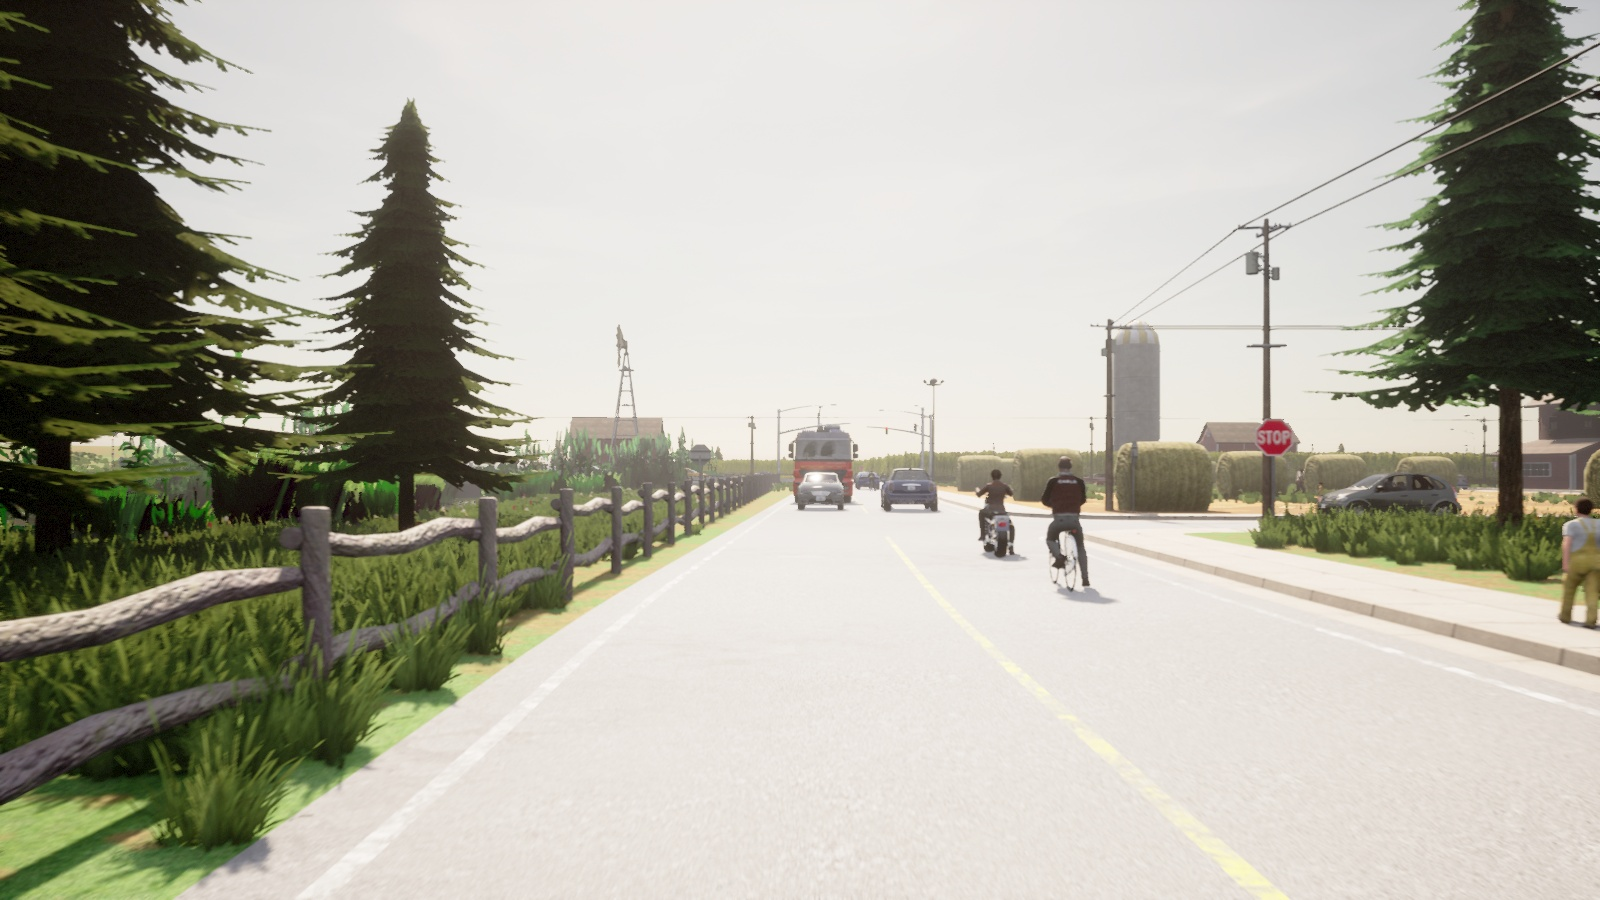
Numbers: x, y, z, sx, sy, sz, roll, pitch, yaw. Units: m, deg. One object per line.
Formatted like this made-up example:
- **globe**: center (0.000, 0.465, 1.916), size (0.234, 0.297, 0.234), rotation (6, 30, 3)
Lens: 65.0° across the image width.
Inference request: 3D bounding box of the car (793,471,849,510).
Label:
- **car**: center (0.874, 1.615, 51.071), size (2.128, 1.511, 4.902), rotation (0, -1, 1)

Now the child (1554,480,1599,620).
- **child**: center (7.207, 0.912, 11.621), size (0.270, 1.263, 0.437), rotation (0, -1, 15)

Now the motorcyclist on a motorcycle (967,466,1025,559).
- **motorcyclist on a motorcycle**: center (3.665, 1.138, 23.640), size (0.766, 1.649, 2.350), rotation (0, -1, 1)

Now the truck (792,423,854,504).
- **truck**: center (1.200, 0.706, 63.831), size (2.891, 3.827, 8.468), rotation (0, -1, 1)

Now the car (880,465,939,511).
- **car**: center (4.365, 1.496, 50.698), size (2.097, 1.767, 4.553), rotation (0, -1, 1)

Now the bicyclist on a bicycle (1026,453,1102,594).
- **bicyclist on a bicycle**: center (3.506, 0.944, 16.810), size (0.659, 1.776, 1.843), rotation (0, -1, 1)

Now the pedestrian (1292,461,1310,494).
- **pedestrian**: center (27.750, 1.520, 69.549), size (0.540, 1.848, 0.694), rotation (1, -1, -42)

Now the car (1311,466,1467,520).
- **car**: center (18.253, 1.320, 39.041), size (3.988, 1.617, 1.851), rotation (0, -1, -1)
